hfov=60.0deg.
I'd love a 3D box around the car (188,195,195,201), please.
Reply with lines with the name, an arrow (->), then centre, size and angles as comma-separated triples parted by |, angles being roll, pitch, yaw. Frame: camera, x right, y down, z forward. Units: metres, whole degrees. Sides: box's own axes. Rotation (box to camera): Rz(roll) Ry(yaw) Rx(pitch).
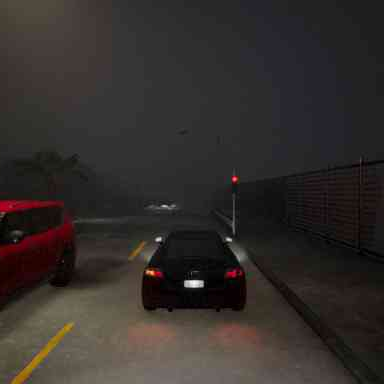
car -> -0.220, 1.524, 85.755 | 1.812, 1.442, 4.674 | 0, 0, 0

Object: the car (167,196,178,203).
car -> -4.182, 1.540, 71.390 | 2.033, 1.411, 5.357 | 0, 0, 0

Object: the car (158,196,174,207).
car -> -4.224, 1.478, 51.816 | 1.882, 1.535, 5.008 | 0, 0, 0

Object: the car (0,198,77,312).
car -> -4.066, 1.221, 6.444 | 2.150, 2.045, 5.566 | 0, 0, 1

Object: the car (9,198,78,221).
car -> -11.714, 1.351, 26.515 | 4.553, 1.767, 2.097 | 0, 0, 2

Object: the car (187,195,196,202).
car -> -0.192, 1.524, 75.515 | 1.812, 1.442, 4.674 | 0, 0, 0

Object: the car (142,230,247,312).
car -> 0.044, 1.564, 7.785 | 1.994, 1.385, 4.181 | 0, 0, 0

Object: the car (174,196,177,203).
car -> -4.220, 1.492, 61.082 | 2.128, 1.511, 4.902 | 0, 0, 0
